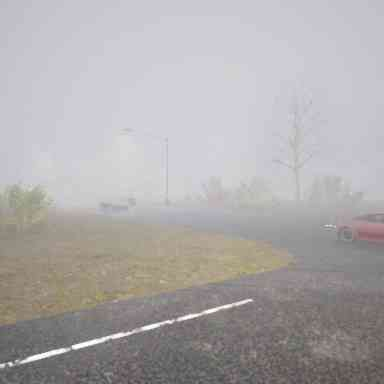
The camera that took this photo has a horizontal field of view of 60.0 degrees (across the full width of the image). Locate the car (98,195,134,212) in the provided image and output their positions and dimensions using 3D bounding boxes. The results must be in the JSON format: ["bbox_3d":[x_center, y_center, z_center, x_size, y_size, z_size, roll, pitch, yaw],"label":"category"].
[{"bbox_3d":[-8.580,1.329,36.206,1.882,1.535,5.008,0,0,-37],"label":"car"}]

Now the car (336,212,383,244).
[{"bbox_3d":[8.328,1.548,13.909,1.994,1.385,4.181,0,0,-37],"label":"car"}]

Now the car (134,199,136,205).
[{"bbox_3d":[-10.200,1.285,49.918,1.837,1.490,4.892,0,0,-37],"label":"car"}]
